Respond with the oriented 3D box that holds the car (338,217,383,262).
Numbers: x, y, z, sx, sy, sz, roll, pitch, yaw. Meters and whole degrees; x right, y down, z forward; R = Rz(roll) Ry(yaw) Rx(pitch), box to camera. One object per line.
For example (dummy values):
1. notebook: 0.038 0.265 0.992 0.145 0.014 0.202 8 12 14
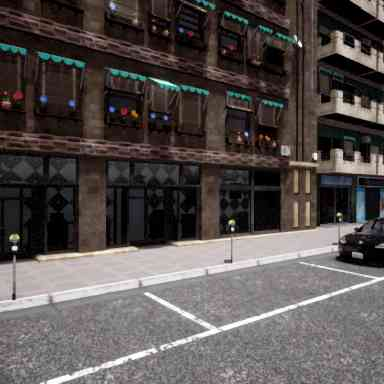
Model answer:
1. car: 6.838 1.566 11.445 4.313 1.339 1.947 0 0 -36
